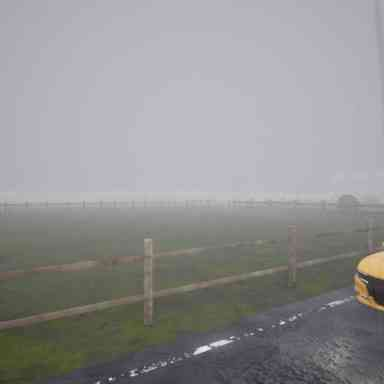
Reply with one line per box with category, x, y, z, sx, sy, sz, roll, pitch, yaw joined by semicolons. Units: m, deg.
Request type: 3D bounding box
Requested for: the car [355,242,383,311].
car;5.345;1.480;6.891;5.008;1.535;1.882;0;0;-36
